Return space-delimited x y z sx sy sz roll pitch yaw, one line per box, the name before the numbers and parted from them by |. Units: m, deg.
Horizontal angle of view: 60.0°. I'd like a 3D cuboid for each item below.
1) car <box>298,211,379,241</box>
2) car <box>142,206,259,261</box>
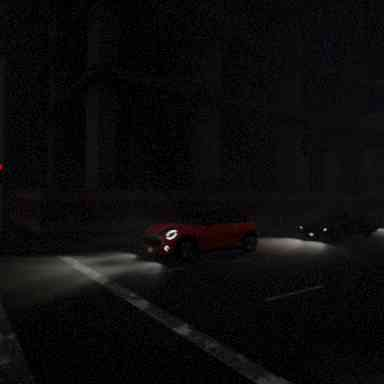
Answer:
car | 8.178 1.778 18.250 5.357 1.411 2.033 1 -1 -35
car | 0.402 1.445 12.799 4.553 1.767 2.097 1 -1 -35
